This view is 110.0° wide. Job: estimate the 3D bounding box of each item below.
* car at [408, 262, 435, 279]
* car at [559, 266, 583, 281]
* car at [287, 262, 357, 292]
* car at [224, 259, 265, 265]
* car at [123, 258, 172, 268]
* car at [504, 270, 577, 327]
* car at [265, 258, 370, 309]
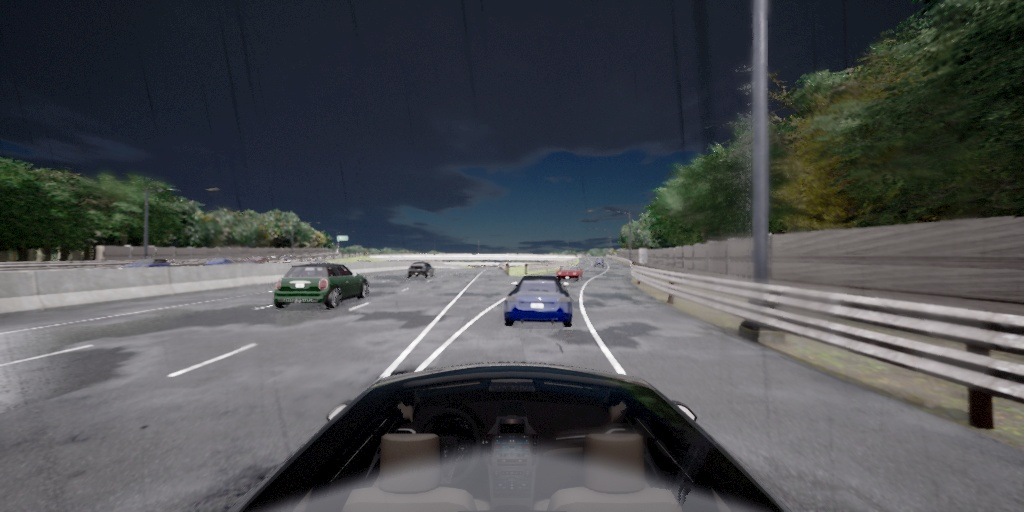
[{"bbox_3d":[-8.588,1.329,34.198,1.837,1.490,4.892,0,-1,-3],"label":"car"},{"bbox_3d":[5.136,1.485,31.363,1.895,1.301,4.718,0,-1,16],"label":"car"},{"bbox_3d":[-11.534,1.208,22.267,1.882,1.535,5.008,0,0,-3],"label":"car"},{"bbox_3d":[-30.116,1.359,41.141,1.994,1.385,4.181,0,-1,-2],"label":"car"},{"bbox_3d":[-37.878,1.047,37.345,2.097,1.767,4.553,1,0,-16],"label":"car"},{"bbox_3d":[0.915,1.325,11.727,1.994,1.385,4.181,0,0,6],"label":"car"},{"bbox_3d":[-7.689,1.079,14.962,2.097,1.767,4.553,0,0,-3],"label":"car"}]
